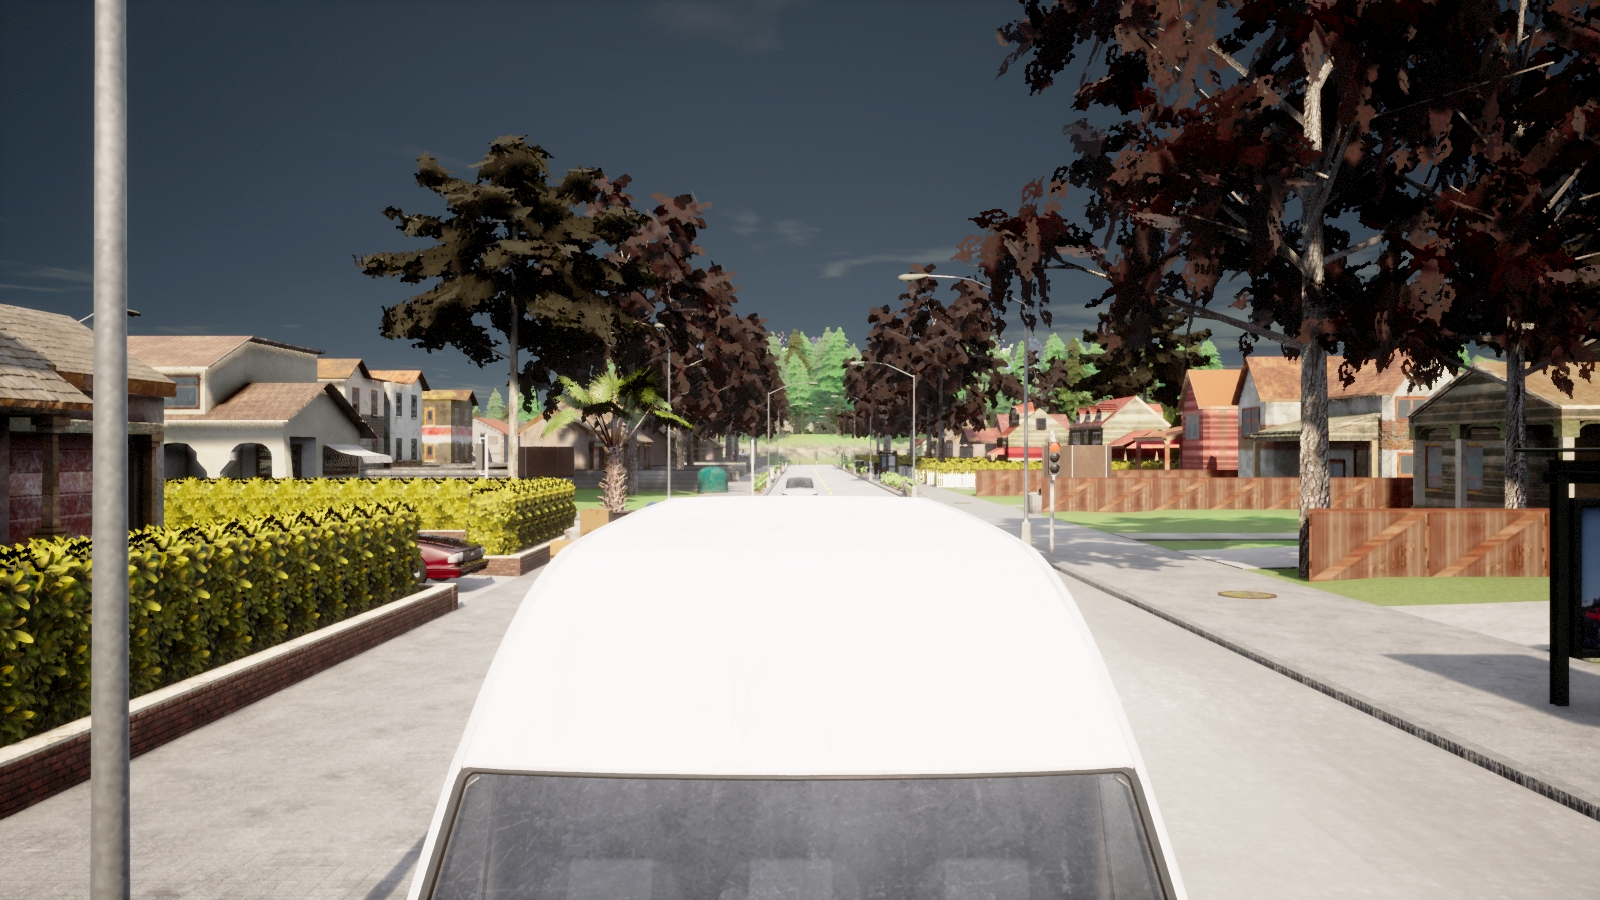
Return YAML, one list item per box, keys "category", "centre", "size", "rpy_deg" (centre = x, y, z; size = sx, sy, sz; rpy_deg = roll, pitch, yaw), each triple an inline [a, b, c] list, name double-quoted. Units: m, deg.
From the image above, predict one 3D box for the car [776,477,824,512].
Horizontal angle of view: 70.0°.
- category: "car"
  centre: [-0.009, 2.082, 54.794]
  size: [2.231, 1.480, 4.892]
  rpy_deg: [0, 0, 0]

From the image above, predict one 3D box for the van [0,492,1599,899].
- category: "van"
  centre: [0.002, 1.537, 4.030]
  size: [1.988, 2.561, 5.915]
  rpy_deg: [0, 0, 0]

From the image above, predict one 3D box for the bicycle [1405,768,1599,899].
- category: "bicycle"
  centre: [2.687, 2.062, 3.843]
  size: [0.329, 1.471, 1.835]
  rpy_deg: [0, 0, 0]
